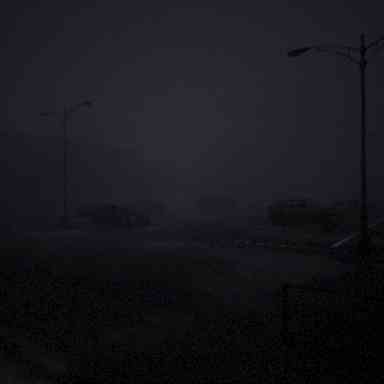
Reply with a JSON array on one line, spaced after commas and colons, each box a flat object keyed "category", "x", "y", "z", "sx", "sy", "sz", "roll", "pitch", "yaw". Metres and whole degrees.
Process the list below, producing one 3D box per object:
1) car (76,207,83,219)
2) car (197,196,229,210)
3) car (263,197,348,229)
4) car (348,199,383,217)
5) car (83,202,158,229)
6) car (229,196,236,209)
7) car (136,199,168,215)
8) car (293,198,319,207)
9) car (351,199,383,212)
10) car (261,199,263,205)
[{"category": "car", "x": -8.386, "y": 1.599, "z": 29.117, "sx": 3.806, "sy": 1.475, "sz": 1.970, "roll": 0, "pitch": 0, "yaw": 35}, {"category": "car", "x": 2.547, "y": 1.462, "z": 44.918, "sx": 3.866, "sy": 1.878, "sz": 1.905, "roll": 0, "pitch": 0, "yaw": 35}, {"category": "car", "x": 7.386, "y": 1.352, "z": 21.839, "sx": 4.605, "sy": 1.855, "sz": 1.932, "roll": 0, "pitch": 0, "yaw": 35}, {"category": "car", "x": 15.226, "y": 1.558, "z": 31.546, "sx": 4.514, "sy": 1.523, "sz": 2.007, "roll": 0, "pitch": 0, "yaw": 35}, {"category": "car", "x": -4.793, "y": 1.614, "z": 22.032, "sx": 4.514, "sy": 1.523, "sz": 2.007, "roll": 0, "pitch": 0, "yaw": 35}, {"category": "car", "x": 3.906, "y": 1.487, "z": 47.519, "sx": 4.605, "sy": 1.855, "sz": 1.932, "roll": 0, "pitch": 0, "yaw": 35}, {"category": "car", "x": -4.909, "y": 1.528, "z": 34.521, "sx": 5.027, "sy": 1.636, "sz": 2.152, "roll": 0, "pitch": 0, "yaw": 35}, {"category": "car", "x": 19.143, "y": 1.736, "z": 55.792, "sx": 3.806, "sy": 1.475, "sz": 1.970, "roll": 0, "pitch": 0, "yaw": 35}, {"category": "car", "x": 21.084, "y": 1.588, "z": 39.641, "sx": 3.633, "sy": 1.501, "sz": 1.845, "roll": 0, "pitch": 0, "yaw": 35}, {"category": "car", "x": 14.850, "y": 1.778, "z": 62.539, "sx": 3.633, "sy": 1.501, "sz": 1.845, "roll": 0, "pitch": 0, "yaw": 35}]
